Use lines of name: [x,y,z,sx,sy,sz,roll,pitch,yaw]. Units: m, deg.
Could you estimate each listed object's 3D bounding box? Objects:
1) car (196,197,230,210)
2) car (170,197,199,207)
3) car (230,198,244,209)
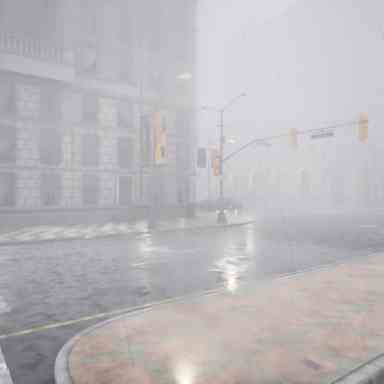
car: [2.339,1.564,42.252,1.994,1.385,4.181,0,0,-36]
car: [-1.241,1.547,53.279,2.033,1.411,5.357,0,0,-35]
car: [4.900,1.505,44.684,1.837,1.490,4.892,0,0,-36]
